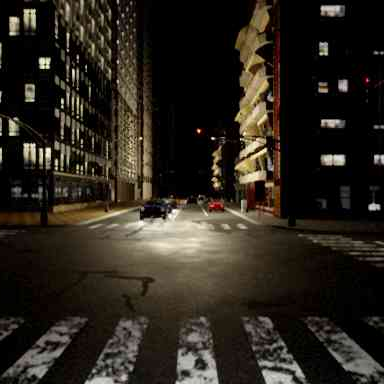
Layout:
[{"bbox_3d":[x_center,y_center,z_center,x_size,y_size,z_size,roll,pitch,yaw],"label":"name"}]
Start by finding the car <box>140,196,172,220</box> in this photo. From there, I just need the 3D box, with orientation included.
[{"bbox_3d":[-3.135,1.368,28.310,2.097,1.767,4.553,0,0,0],"label":"car"}]

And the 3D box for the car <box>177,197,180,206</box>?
[{"bbox_3d":[-3.140,1.634,46.615,1.895,1.301,4.718,0,0,0],"label":"car"}]

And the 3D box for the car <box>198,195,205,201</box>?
[{"bbox_3d":[2.565,1.527,89.858,1.967,1.590,4.097,0,0,0],"label":"car"}]

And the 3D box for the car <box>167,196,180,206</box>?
[{"bbox_3d":[-3.080,1.521,56.888,1.882,1.535,5.008,0,0,0],"label":"car"}]

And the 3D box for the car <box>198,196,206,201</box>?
[{"bbox_3d":[2.573,1.660,84.209,1.802,1.307,4.206,0,0,0],"label":"car"}]

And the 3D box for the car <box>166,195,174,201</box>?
[{"bbox_3d":[-5.816,1.632,89.846,1.887,1.381,4.507,0,0,0],"label":"car"}]

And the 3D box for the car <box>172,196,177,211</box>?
[{"bbox_3d":[-3.147,1.516,37.358,2.128,1.511,4.902,0,0,0],"label":"car"}]

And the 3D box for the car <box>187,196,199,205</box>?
[{"bbox_3d":[0.018,1.611,60.365,1.994,1.385,4.181,0,0,0],"label":"car"}]

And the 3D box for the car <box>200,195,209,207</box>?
[{"bbox_3d":[2.621,1.587,50.318,2.008,1.369,4.403,0,0,0],"label":"car"}]

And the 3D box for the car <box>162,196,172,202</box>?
[{"bbox_3d":[-5.799,1.621,78.548,2.008,1.369,4.403,0,0,0],"label":"car"}]

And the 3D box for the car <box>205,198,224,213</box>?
[{"bbox_3d":[2.689,1.606,37.400,1.802,1.307,4.206,0,0,0],"label":"car"}]

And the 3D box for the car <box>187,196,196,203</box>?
[{"bbox_3d":[-0.097,1.612,70.407,1.994,1.385,4.181,0,0,0],"label":"car"}]

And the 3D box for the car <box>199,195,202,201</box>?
[{"bbox_3d":[2.613,1.593,55.966,2.008,1.369,4.403,0,0,0],"label":"car"}]
